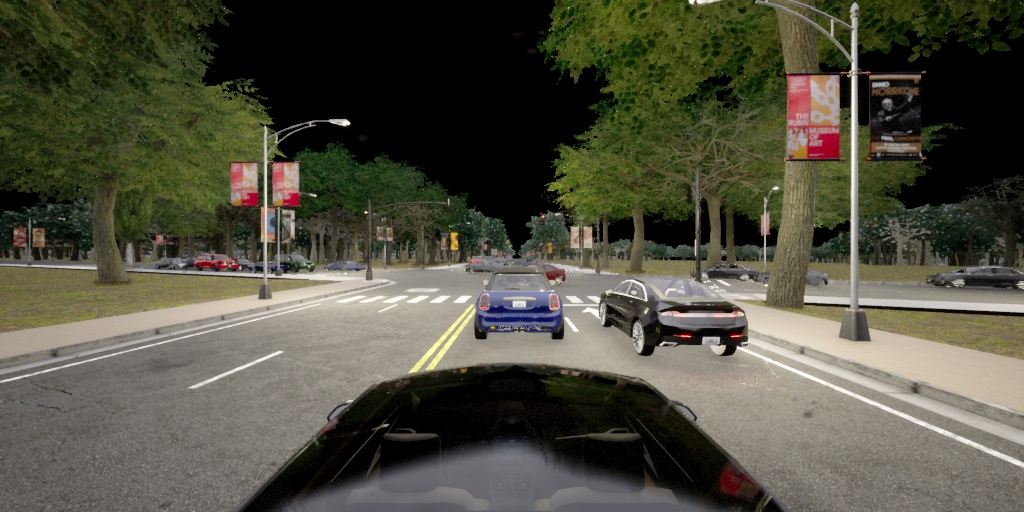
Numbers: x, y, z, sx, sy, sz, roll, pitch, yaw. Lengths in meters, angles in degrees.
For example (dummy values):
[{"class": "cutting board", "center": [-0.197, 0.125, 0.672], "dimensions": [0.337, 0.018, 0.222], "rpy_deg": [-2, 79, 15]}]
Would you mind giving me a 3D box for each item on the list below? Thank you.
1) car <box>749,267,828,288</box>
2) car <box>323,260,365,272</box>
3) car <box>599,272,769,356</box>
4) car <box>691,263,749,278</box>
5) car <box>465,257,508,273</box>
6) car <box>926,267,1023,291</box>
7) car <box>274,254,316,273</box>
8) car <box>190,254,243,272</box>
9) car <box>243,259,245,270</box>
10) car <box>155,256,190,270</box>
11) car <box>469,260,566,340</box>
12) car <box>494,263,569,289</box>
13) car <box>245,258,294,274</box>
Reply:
[{"class": "car", "center": [19.642, 1.435, 25.424], "dimensions": [4.181, 1.385, 1.994], "rpy_deg": [0, 0, 24]}, {"class": "car", "center": [-20.257, 1.187, 43.228], "dimensions": [5.357, 1.411, 2.033], "rpy_deg": [0, 0, 24]}, {"class": "car", "center": [3.430, 1.241, 8.582], "dimensions": [2.128, 1.511, 4.902], "rpy_deg": [0, 0, 0]}, {"class": "car", "center": [17.621, 1.356, 29.886], "dimensions": [4.892, 1.490, 1.837], "rpy_deg": [0, 0, 24]}, {"class": "car", "center": [-2.744, 1.220, 38.973], "dimensions": [4.902, 1.511, 2.128], "rpy_deg": [0, 0, 24]}, {"class": "car", "center": [31.152, 1.439, 23.849], "dimensions": [4.892, 1.490, 1.837], "rpy_deg": [0, 0, 24]}, {"class": "car", "center": [-25.532, 0.840, 41.835], "dimensions": [5.566, 2.045, 2.150], "rpy_deg": [0, 0, 24]}, {"class": "car", "center": [-35.091, 0.797, 42.535], "dimensions": [5.566, 2.045, 2.150], "rpy_deg": [0, 0, 24]}, {"class": "car", "center": [-34.693, 1.075, 45.925], "dimensions": [4.892, 1.490, 1.837], "rpy_deg": [0, 0, 24]}, {"class": "car", "center": [-44.284, 1.021, 46.655], "dimensions": [4.902, 1.511, 2.128], "rpy_deg": [0, 0, 24]}, {"class": "car", "center": [0.194, 1.102, 10.170], "dimensions": [2.097, 1.767, 4.553], "rpy_deg": [0, 0, 1]}, {"class": "car", "center": [1.418, 1.246, 24.063], "dimensions": [5.008, 1.535, 1.882], "rpy_deg": [1, -1, -38]}, {"class": "car", "center": [-26.025, 1.225, 38.478], "dimensions": [4.718, 1.301, 1.895], "rpy_deg": [0, 0, 27]}]
